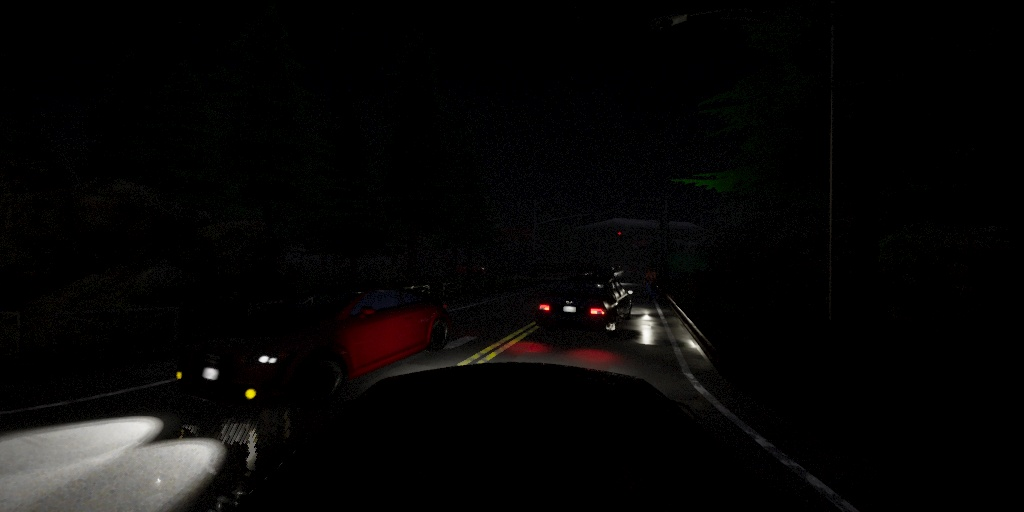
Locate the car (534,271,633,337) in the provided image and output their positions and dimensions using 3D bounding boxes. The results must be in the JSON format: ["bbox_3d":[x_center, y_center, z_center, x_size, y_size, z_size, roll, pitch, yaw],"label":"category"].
[{"bbox_3d":[2.296,1.283,10.277,2.033,1.411,5.357,1,-1,24],"label":"car"}]

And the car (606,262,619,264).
[{"bbox_3d":[15.578,1.988,57.917,2.097,1.767,4.553,1,-1,20],"label":"car"}]

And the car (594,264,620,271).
[{"bbox_3d":[8.740,1.729,34.309,2.033,1.411,5.357,1,-1,10],"label":"car"}]

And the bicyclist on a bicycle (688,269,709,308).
[{"bbox_3d":[7.863,1.363,15.106,1.656,1.620,0.582,1,-1,-34],"label":"bicyclist on a bicycle"}]

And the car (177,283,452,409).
[{"bbox_3d":[-2.814,1.190,6.107,1.994,1.385,4.181,1,1,23],"label":"car"}]

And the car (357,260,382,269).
[{"bbox_3d":[-20.496,1.360,50.276,4.553,1.767,2.097,1,-1,22],"label":"car"}]

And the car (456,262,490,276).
[{"bbox_3d":[-4.986,1.580,44.583,4.553,1.767,2.097,0,-1,20],"label":"car"}]

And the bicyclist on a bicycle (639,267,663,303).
[{"bbox_3d":[6.417,1.351,16.487,1.656,1.620,0.582,1,-1,-31],"label":"bicyclist on a bicycle"}]
